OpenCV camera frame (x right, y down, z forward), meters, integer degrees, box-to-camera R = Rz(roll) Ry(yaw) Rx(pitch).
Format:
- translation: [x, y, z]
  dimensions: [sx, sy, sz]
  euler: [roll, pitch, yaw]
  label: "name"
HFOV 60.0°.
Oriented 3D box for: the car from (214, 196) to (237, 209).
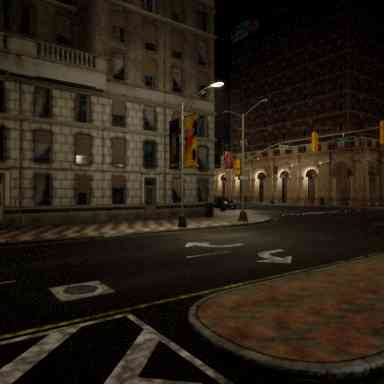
- translation: [3.769, 1.352, 43.677]
  dimensions: [2.097, 1.767, 4.553]
  euler: [0, 0, -36]
  label: "car"
